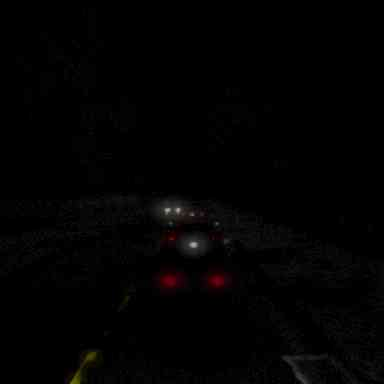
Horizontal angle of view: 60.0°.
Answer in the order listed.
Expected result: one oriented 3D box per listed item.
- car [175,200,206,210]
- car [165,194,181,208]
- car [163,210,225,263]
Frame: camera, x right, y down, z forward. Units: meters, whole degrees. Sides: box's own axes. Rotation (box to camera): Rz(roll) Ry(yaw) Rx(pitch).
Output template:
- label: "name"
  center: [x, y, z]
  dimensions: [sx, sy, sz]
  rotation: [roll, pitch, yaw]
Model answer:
- label: "car"
  center: [0.064, 1.550, 25.007]
  dimensions: [2.033, 1.411, 5.357]
  rotation: [0, 0, 1]
- label: "car"
  center: [-2.774, 1.320, 49.409]
  dimensions: [2.150, 2.045, 5.566]
  rotation: [0, -1, 0]
- label: "car"
  center: [0.068, 1.560, 11.978]
  dimensions: [1.994, 1.385, 4.181]
  rotation: [0, 0, 1]
